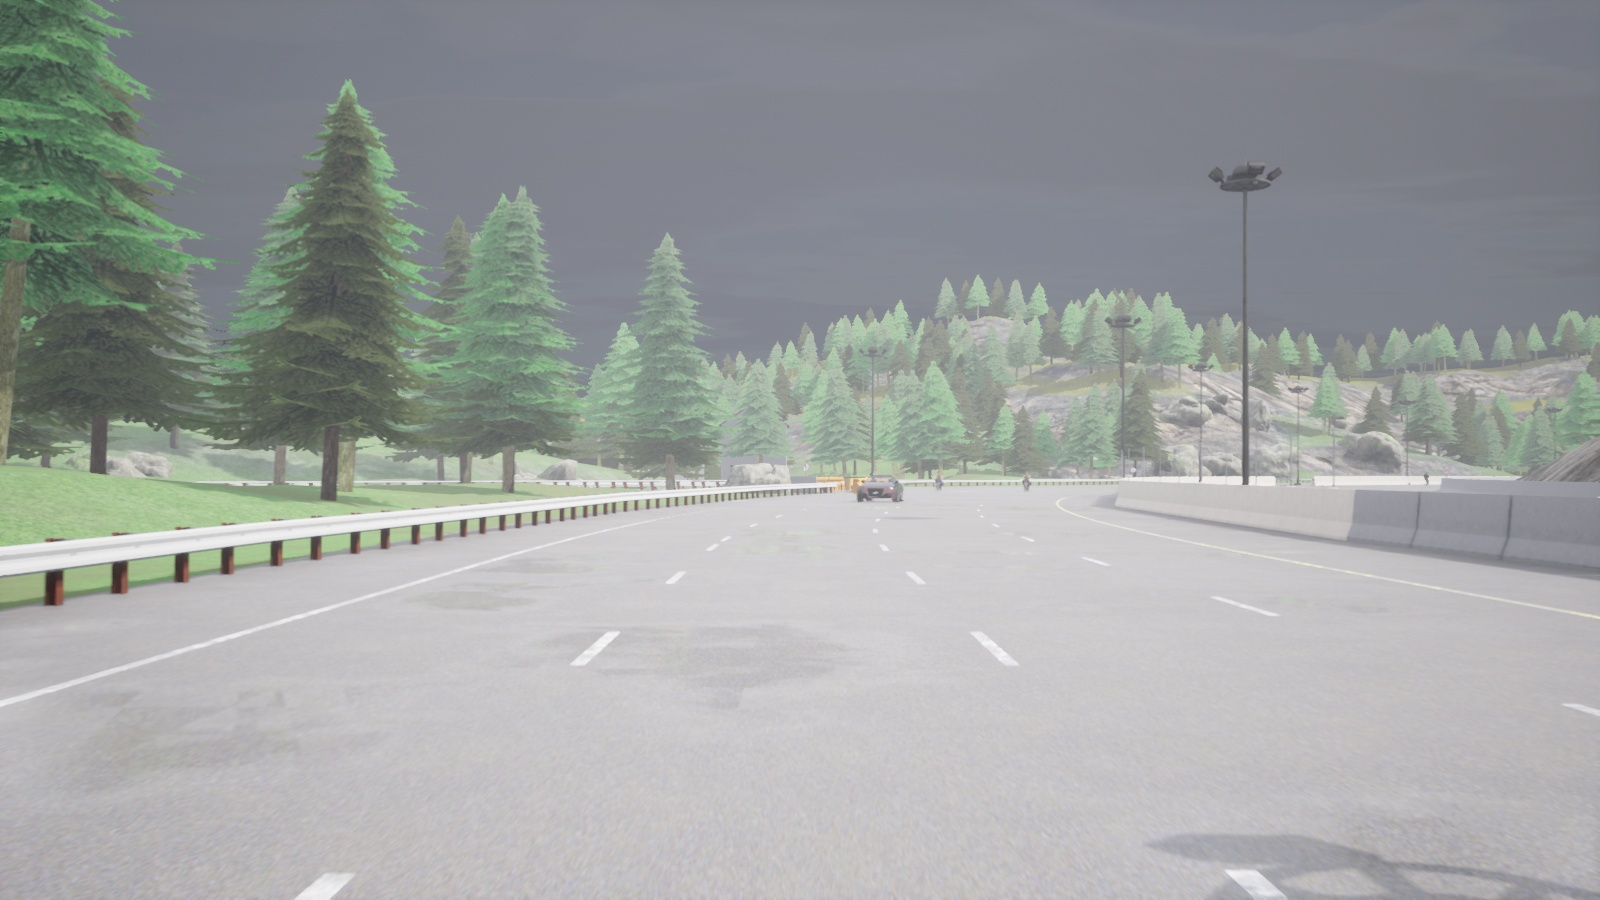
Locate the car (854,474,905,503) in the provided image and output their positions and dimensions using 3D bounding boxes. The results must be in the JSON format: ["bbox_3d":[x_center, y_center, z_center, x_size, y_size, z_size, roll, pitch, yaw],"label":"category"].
[{"bbox_3d":[4.054,1.924,63.381,1.994,1.385,4.181,0,-1,11],"label":"car"}]
